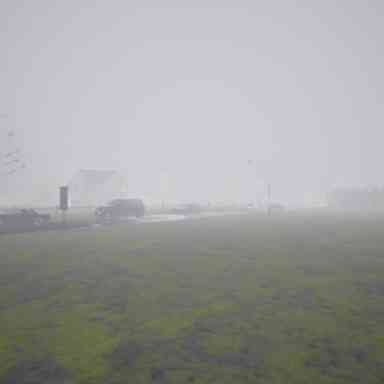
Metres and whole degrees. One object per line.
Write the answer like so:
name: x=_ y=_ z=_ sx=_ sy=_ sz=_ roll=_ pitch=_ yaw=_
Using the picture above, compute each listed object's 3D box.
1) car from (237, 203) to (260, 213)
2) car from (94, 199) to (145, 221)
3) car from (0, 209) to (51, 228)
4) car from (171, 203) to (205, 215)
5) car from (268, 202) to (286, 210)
car: x=8.730 y=2.402 z=50.762 sx=1.895 sy=1.301 sz=4.718 roll=0 pitch=-1 yaw=35
car: x=-7.125 y=1.701 z=33.561 sx=2.150 sy=2.045 sz=5.566 roll=0 pitch=-1 yaw=35
car: x=-13.266 y=1.931 z=24.930 sx=1.895 sy=1.301 sz=4.718 roll=0 pitch=-1 yaw=35
car: x=-0.378 y=2.181 z=43.021 sx=2.033 sy=1.411 sz=5.357 roll=0 pitch=-1 yaw=36
car: x=15.349 y=2.512 z=60.059 sx=1.994 sy=1.385 sz=4.181 roll=0 pitch=-1 yaw=35
